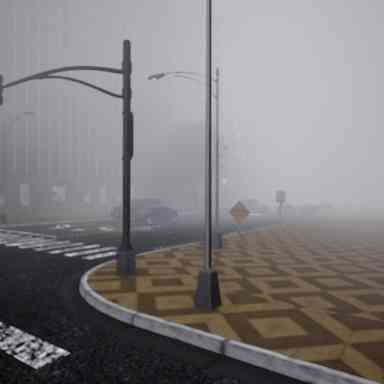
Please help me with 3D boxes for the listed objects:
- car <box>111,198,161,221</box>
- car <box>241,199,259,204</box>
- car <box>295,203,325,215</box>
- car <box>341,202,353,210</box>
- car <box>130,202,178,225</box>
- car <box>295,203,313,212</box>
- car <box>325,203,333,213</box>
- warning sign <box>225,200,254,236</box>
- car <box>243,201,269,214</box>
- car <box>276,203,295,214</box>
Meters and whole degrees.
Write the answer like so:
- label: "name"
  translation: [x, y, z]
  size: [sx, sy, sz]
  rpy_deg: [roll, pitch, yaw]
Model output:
- label: "car"
  translation: [-4.870, 1.584, 30.613]
  size: [2.150, 2.045, 5.566]
  rpy_deg: [0, -1, 33]
- label: "car"
  translation: [8.787, 2.036, 51.856]
  size: [2.150, 2.045, 5.566]
  rpy_deg: [0, -1, 33]
- label: "car"
  translation: [16.048, 2.368, 44.965]
  size: [2.033, 1.411, 5.357]
  rpy_deg: [0, -1, 33]
- label: "car"
  translation: [30.955, 2.733, 66.272]
  size: [1.801, 1.575, 5.366]
  rpy_deg: [0, -1, 33]
- label: "car"
  translation: [-3.103, 1.823, 27.342]
  size: [1.882, 1.535, 5.008]
  rpy_deg: [0, -1, 33]
- label: "car"
  translation: [18.585, 2.544, 55.062]
  size: [1.994, 1.385, 4.181]
  rpy_deg: [0, -1, 33]
- label: "car"
  translation: [21.324, 2.499, 53.312]
  size: [1.837, 1.490, 4.892]
  rpy_deg: [0, -1, 33]
- label: "warning sign"
  translation: [2.689, 1.429, 18.824]
  size: [1.300, 1.860, 1.060]
  rpy_deg: [2, 1, 33]
- label: "car"
  translation: [9.333, 2.319, 46.739]
  size: [1.994, 1.385, 4.181]
  rpy_deg: [0, -1, 33]
- label: "car"
  translation: [13.081, 2.325, 46.364]
  size: [1.812, 1.442, 4.674]
  rpy_deg: [0, -1, 33]
